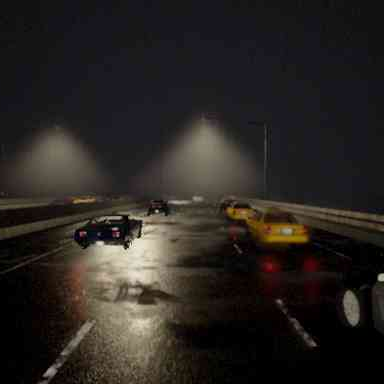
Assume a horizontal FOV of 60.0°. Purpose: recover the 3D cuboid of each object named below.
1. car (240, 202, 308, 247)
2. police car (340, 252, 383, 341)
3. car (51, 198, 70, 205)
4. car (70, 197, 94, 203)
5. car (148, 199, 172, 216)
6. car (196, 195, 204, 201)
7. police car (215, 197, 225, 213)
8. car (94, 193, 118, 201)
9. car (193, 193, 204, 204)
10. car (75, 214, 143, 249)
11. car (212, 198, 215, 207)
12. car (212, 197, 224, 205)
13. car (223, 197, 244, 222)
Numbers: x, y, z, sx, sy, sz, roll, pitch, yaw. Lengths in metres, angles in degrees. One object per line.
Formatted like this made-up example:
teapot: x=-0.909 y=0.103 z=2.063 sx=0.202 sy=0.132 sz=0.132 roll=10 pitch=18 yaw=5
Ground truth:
car: x=3.567 y=1.433 z=14.922 sx=1.801 sy=1.575 sz=5.366 roll=0 pitch=0 yaw=1
police car: x=3.504 y=1.417 z=3.919 sx=1.930 sy=1.638 sz=5.238 roll=0 pitch=0 yaw=0
car: x=-20.264 y=1.557 z=51.988 sx=1.994 sy=1.385 sz=4.181 roll=0 pitch=0 yaw=2
car: x=-16.762 y=1.472 z=52.057 sx=1.882 sy=1.535 sz=5.008 roll=0 pitch=0 yaw=2
car: x=-3.085 y=1.484 z=32.138 sx=1.837 sy=1.490 sz=4.892 roll=0 pitch=0 yaw=1
car: x=2.086 y=1.489 z=85.083 sx=1.895 sy=1.301 sz=4.718 roll=0 pitch=0 yaw=3
police car: x=3.900 y=1.409 z=36.684 sx=1.930 sy=1.638 sz=5.238 roll=0 pitch=0 yaw=1
car: x=-13.250 y=1.217 z=52.797 sx=2.150 sy=2.045 sz=5.566 roll=0 pitch=0 yaw=2
car: x=1.272 y=1.263 z=66.536 sx=2.150 sy=2.045 sz=5.566 roll=0 pitch=0 yaw=2
car: x=-3.331 y=1.577 z=14.347 sx=1.895 sy=1.301 sz=4.718 roll=0 pitch=0 yaw=0
car: x=4.167 y=1.498 z=47.494 sx=1.837 sy=1.490 sz=4.892 roll=0 pitch=0 yaw=2
car: x=4.507 y=1.613 z=58.442 sx=1.895 sy=1.301 sz=4.718 roll=0 pitch=0 yaw=2
car: x=3.699 y=1.433 z=25.844 sx=1.801 sy=1.575 sz=5.366 roll=0 pitch=0 yaw=1
